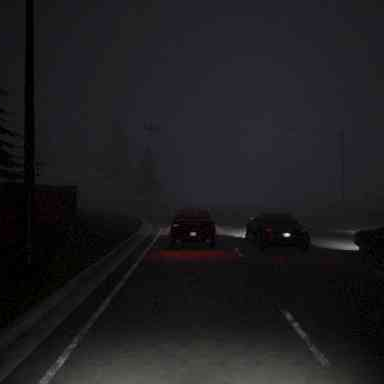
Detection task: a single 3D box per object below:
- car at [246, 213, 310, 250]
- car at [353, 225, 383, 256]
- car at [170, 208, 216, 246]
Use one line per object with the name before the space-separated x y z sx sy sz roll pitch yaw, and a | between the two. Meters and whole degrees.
car | 3.565 1.575 14.448 1.994 1.385 4.181 0 0 0
car | 7.033 1.556 10.227 2.033 1.411 5.357 0 0 1
car | -0.002 1.490 15.470 1.882 1.535 5.008 0 0 -1
